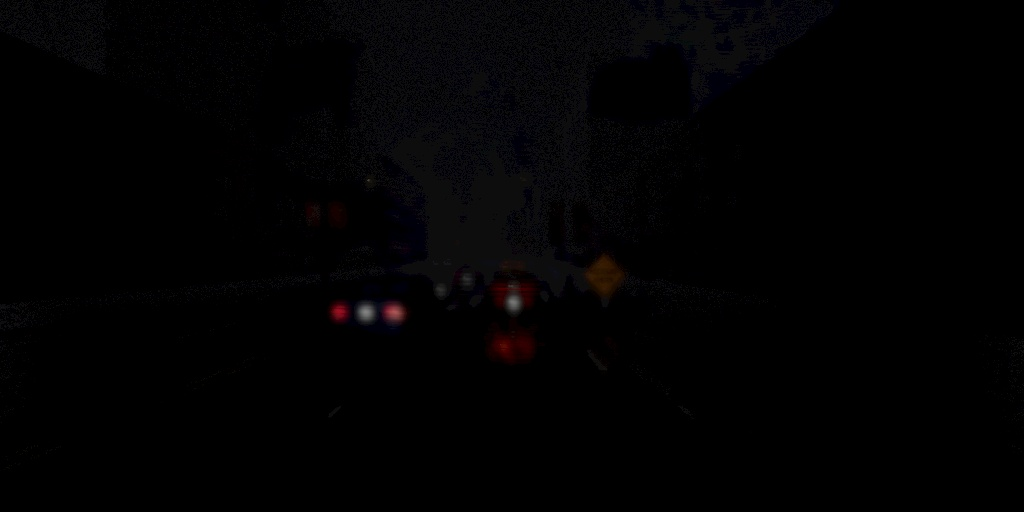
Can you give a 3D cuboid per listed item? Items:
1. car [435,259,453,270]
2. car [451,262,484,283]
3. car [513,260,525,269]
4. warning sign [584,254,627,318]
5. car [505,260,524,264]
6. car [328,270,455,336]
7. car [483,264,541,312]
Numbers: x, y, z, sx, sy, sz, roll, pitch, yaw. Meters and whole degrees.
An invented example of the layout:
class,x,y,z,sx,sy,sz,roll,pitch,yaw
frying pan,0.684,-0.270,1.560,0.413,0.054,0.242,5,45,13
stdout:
class,x,y,z,sx,sy,sz,roll,pitch,yaw
car,-9.810,1.175,52.086,2.097,1.767,4.553,0,0,0
car,-3.181,1.384,27.693,1.895,1.301,4.718,0,0,0
car,1.153,1.357,60.960,1.812,1.442,4.674,0,0,0
warning sign,2.853,0.874,10.958,1.300,1.860,1.060,0,0,0
car,0.086,1.266,30.669,1.882,1.535,5.008,0,0,0
car,-3.205,1.306,10.420,2.033,1.411,5.357,0,0,0
car,0.074,1.269,14.204,1.837,1.490,4.892,0,0,0
